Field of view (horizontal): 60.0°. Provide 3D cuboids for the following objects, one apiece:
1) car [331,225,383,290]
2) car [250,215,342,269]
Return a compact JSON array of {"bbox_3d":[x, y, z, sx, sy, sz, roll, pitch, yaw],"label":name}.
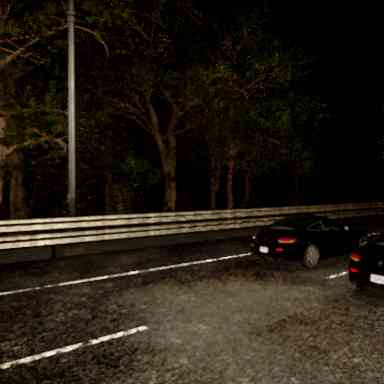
[{"bbox_3d":[5.412,1.480,7.660,4.674,1.442,1.812,0,0,-36],"label":"car"},{"bbox_3d":[3.931,1.478,10.909,4.674,1.442,1.812,0,0,-36],"label":"car"}]
